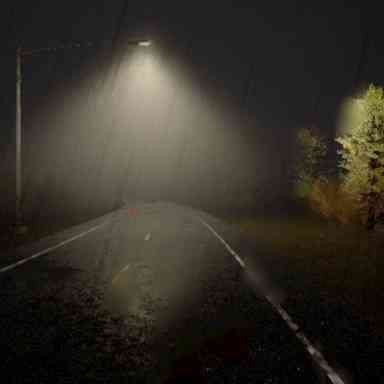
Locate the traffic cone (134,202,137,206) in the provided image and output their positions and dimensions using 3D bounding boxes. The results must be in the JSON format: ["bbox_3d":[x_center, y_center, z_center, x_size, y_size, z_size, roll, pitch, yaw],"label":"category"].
[{"bbox_3d":[-7.882,1.947,45.113,0.340,0.580,0.340,0,0,-7],"label":"traffic cone"}]

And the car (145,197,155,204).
[{"bbox_3d":[-8.332,1.676,66.141,1.895,1.301,4.718,0,0,-11],"label":"car"}]

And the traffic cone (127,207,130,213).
[{"bbox_3d":[-6.751,1.926,35.262,0.340,0.580,0.340,0,0,-6],"label":"traffic cone"}]
